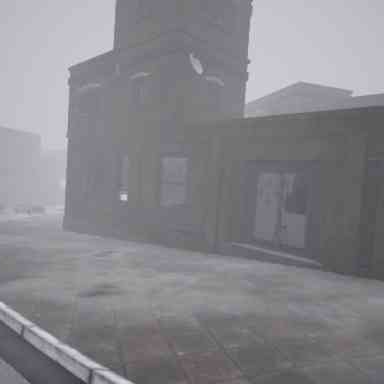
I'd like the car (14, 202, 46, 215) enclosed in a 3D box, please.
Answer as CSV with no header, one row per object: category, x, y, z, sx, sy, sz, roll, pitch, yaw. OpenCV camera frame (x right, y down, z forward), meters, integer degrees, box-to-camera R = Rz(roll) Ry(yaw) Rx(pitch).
car,-19.770,1.992,40.869,2.128,1.511,4.902,4,-1,3

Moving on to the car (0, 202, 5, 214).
car,-23.074,1.705,37.590,1.837,1.490,4.892,3,-1,-1

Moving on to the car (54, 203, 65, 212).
car,-18.608,2.363,50.784,2.033,1.411,5.357,4,-1,16
